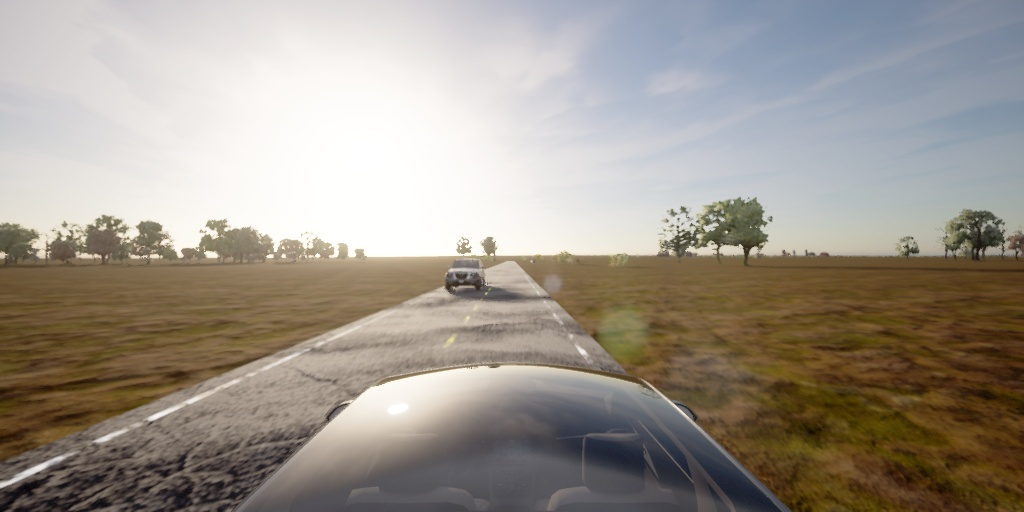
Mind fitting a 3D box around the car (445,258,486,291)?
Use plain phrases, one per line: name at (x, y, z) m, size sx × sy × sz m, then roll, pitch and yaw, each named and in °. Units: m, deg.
car at (-2.968, 1.167, 23.769) m, size 2.150 × 2.045 × 5.566 m, roll 0°, pitch -1°, yaw 0°
